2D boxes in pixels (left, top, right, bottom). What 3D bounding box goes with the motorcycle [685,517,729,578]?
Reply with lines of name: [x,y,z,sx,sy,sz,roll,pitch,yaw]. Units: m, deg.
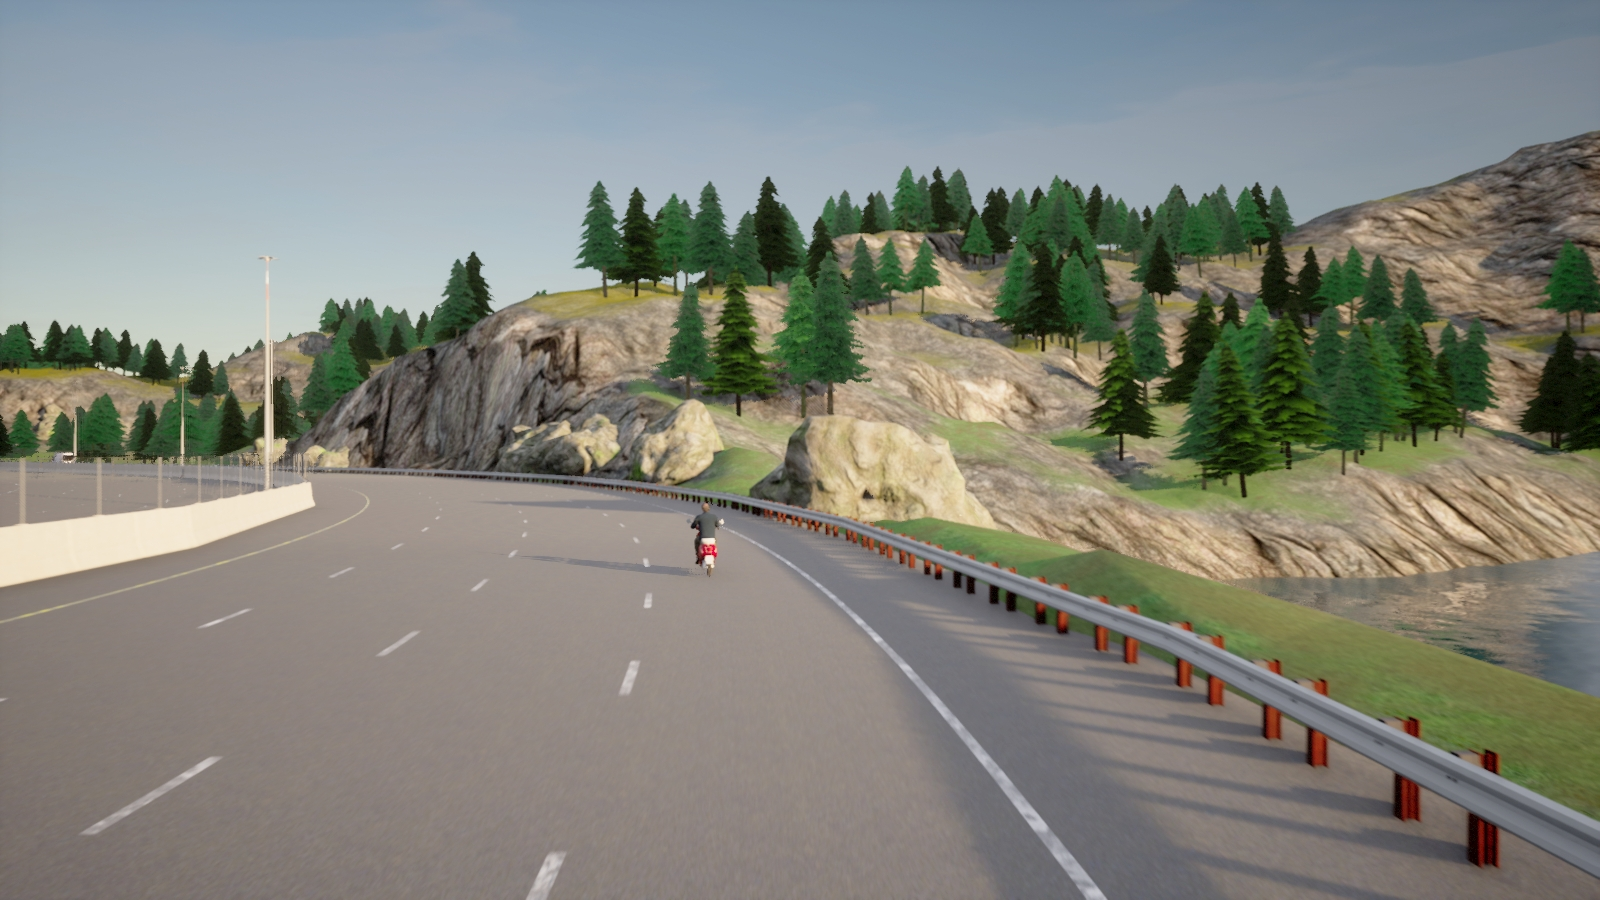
motorcycle: [-2.138,2.198,26.112,0.856,1.236,1.805,-1,0,-9]

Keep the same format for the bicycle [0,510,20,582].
bicycle: [-17.738,2.081,24.555,1.643,1.514,0.373,-1,-2,-4]
